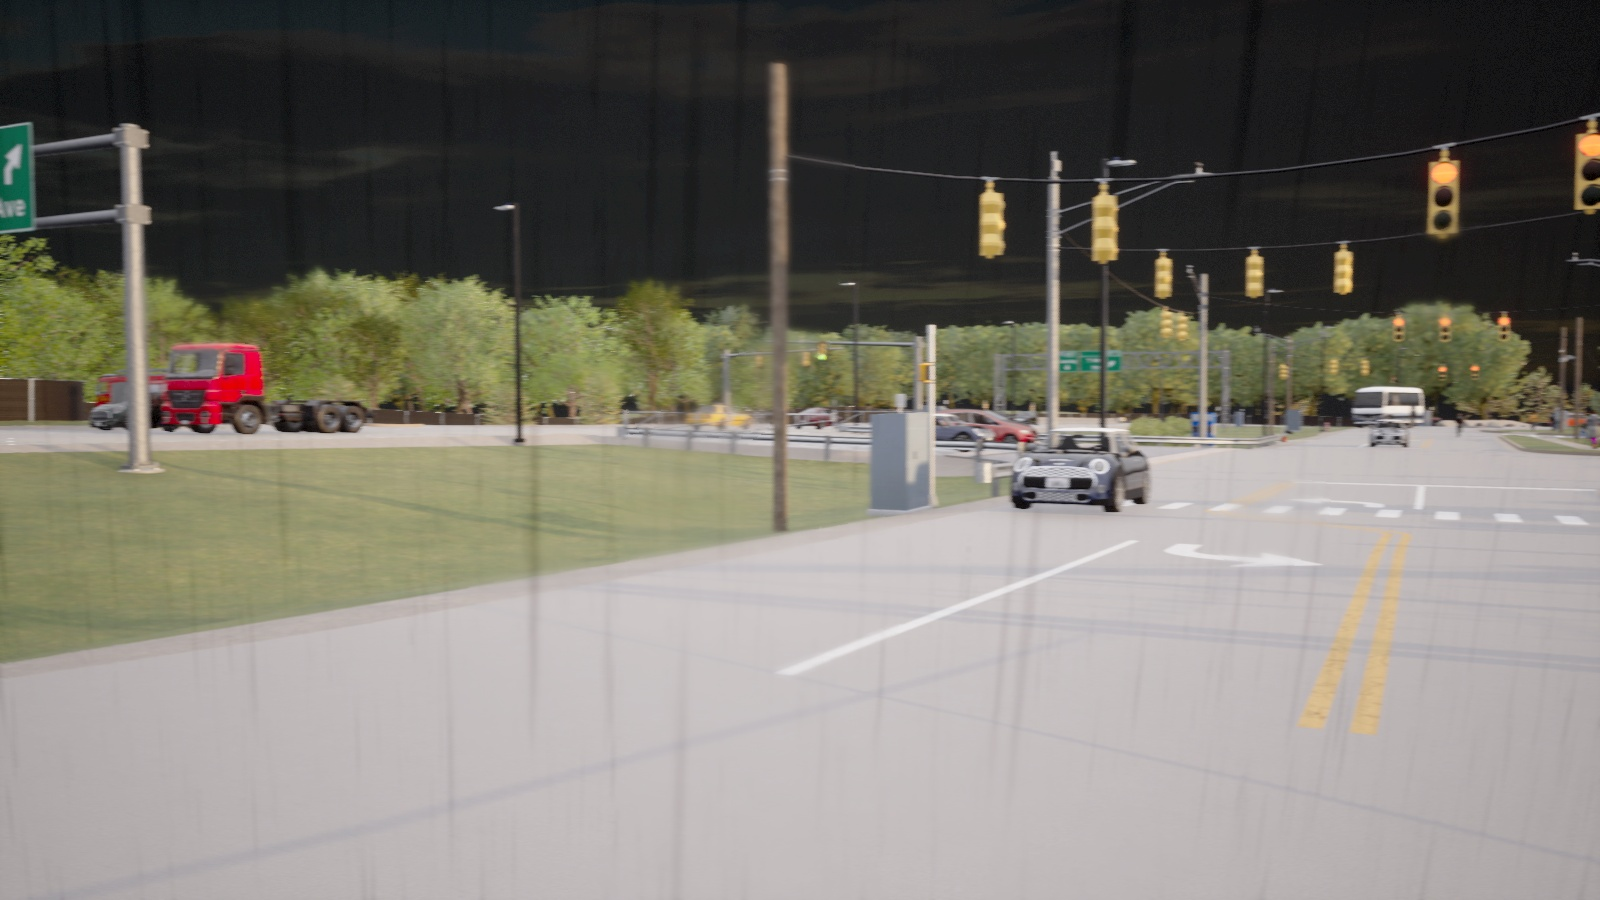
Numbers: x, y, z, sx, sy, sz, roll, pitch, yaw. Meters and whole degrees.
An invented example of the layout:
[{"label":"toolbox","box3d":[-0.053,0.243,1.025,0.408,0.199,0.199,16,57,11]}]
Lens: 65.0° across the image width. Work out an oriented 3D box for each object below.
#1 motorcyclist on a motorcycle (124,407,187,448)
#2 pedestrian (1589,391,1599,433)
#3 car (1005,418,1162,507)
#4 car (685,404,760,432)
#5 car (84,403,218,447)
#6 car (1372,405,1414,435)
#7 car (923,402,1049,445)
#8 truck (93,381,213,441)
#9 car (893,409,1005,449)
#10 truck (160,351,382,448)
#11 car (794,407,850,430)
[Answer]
[{"label":"motorcyclist on a motorcycle","box3d":[-24.788,-0.864,48.334,0.797,1.523,2.044,0,2,27]},{"label":"pedestrian","box3d":[37.920,-1.808,59.602,0.659,1.952,0.873,0,3,22]},{"label":"car","box3d":[5.323,0.171,23.207,1.970,1.475,3.806,0,2,27]},{"label":"car","box3d":[-4.439,-1.845,72.557,1.801,1.575,5.366,0,1,27]},{"label":"car","box3d":[-27.260,-1.081,52.905,2.097,1.767,4.553,0,2,30]},{"label":"car","box3d":[31.894,-1.627,67.484,1.970,1.475,3.806,0,2,26]},{"label":"car","box3d":[7.599,-1.070,51.315,4.611,1.667,2.242,0,2,25]},{"label":"truck","box3d":[-44.909,-2.675,87.073,8.468,3.827,2.891,-1,3,28]},{"label":"car","box3d":[5.719,-0.812,48.180,3.806,1.475,1.970,1,2,29]},{"label":"truck","box3d":[-20.440,-1.923,49.136,2.891,3.462,7.936,0,2,27]},{"label":"car","box3d":[1.498,-2.122,84.079,1.812,1.442,4.674,0,2,27]}]
